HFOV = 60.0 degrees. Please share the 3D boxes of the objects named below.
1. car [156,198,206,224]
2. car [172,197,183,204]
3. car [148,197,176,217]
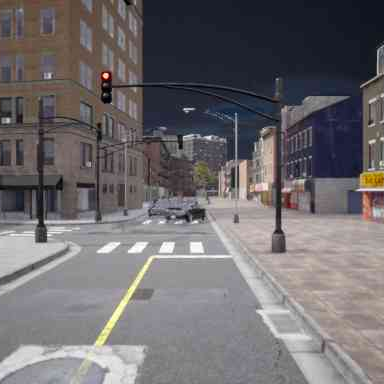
[{"bbox_3d":[-0.417,1.493,24.870,2.128,1.511,4.902,1,0,21],"label":"car"},{"bbox_3d":[-2.816,1.629,67.021,1.994,1.385,4.181,0,0,0],"label":"car"},{"bbox_3d":[-2.880,1.355,31.197,2.097,1.767,4.553,0,0,0],"label":"car"}]
